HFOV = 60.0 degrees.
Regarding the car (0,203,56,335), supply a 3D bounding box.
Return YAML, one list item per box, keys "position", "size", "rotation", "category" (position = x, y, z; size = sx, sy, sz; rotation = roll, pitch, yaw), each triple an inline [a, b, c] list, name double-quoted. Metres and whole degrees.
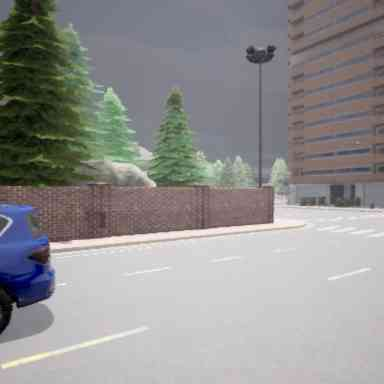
- position: [-4.941, 1.222, 4.751]
  size: [5.566, 2.045, 2.150]
  rotation: [0, 0, -35]
  category: "car"
